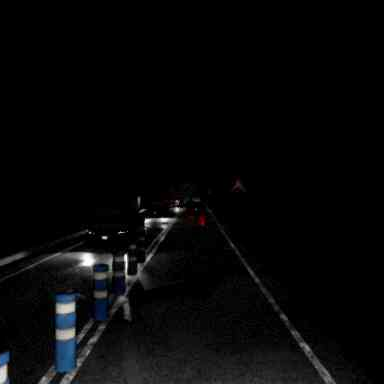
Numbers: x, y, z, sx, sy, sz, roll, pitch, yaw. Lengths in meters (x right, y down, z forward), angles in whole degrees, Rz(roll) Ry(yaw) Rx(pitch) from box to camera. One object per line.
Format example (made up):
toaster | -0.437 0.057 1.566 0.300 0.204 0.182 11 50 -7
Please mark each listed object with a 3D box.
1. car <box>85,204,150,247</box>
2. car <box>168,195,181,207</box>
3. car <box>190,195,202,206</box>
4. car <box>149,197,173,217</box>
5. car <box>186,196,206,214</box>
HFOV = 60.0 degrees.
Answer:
car | -3.270 1.485 14.970 1.837 1.490 4.892 0 0 1
car | -2.746 1.271 47.082 2.097 1.767 4.553 0 0 1
car | 0.681 1.323 52.969 1.812 1.442 4.674 0 2 1
car | -3.081 1.458 30.223 1.812 1.442 4.674 0 1 1
car | 0.415 1.412 33.598 2.128 1.511 4.902 0 0 1
